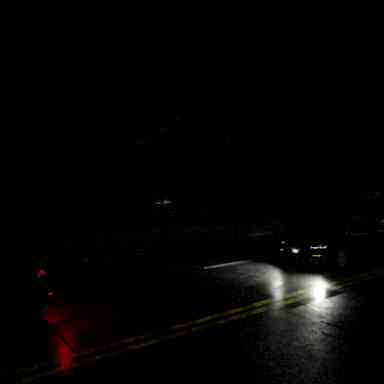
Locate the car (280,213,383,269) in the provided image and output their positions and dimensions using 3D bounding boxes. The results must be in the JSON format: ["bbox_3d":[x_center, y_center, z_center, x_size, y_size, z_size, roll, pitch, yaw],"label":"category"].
[{"bbox_3d":[5.046,1.515,11.268,4.892,1.490,1.837,0,0,-35],"label":"car"}]

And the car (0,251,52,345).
[{"bbox_3d":[-4.528,1.492,4.445,4.902,1.511,2.128,0,0,-35],"label":"car"}]
